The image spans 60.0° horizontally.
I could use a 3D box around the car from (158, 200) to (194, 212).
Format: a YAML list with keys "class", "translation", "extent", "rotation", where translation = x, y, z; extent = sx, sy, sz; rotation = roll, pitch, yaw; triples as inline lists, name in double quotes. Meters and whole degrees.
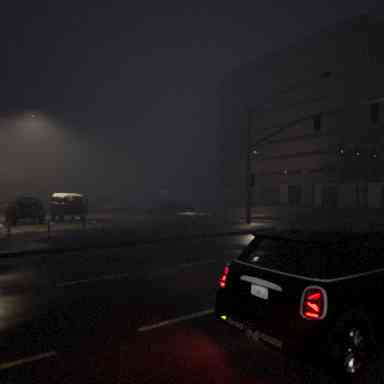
- class: "car"
  translation: [-1.932, 1.604, 38.686]
  extent: [2.033, 1.411, 5.357]
  rotation: [0, 0, -35]

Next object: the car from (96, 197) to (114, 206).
- class: "car"
  translation: [-15.031, 1.582, 57.252]
  extent: [1.812, 1.442, 4.674]
  rotation: [0, 0, -35]

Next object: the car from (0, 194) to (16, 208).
- class: "car"
  translation: [-31.686, 1.209, 56.487]
  extent: [1.932, 1.855, 4.605]
  rotation: [0, 0, -35]

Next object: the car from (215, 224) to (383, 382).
- class: "car"
  translation: [2.638, 1.352, 5.685]
  extent: [4.553, 1.767, 2.097]
  rotation: [0, 0, -35]
